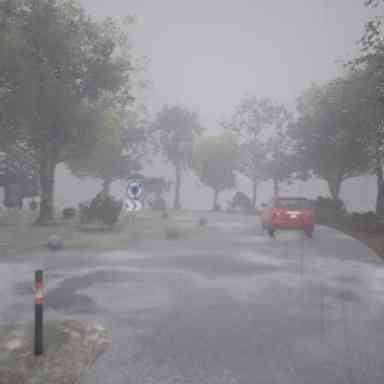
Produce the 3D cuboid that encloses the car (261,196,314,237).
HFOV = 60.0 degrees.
[{"bbox_3d":[5.161,1.241,18.505,2.150,2.045,5.566,1,0,7],"label":"car"}]
